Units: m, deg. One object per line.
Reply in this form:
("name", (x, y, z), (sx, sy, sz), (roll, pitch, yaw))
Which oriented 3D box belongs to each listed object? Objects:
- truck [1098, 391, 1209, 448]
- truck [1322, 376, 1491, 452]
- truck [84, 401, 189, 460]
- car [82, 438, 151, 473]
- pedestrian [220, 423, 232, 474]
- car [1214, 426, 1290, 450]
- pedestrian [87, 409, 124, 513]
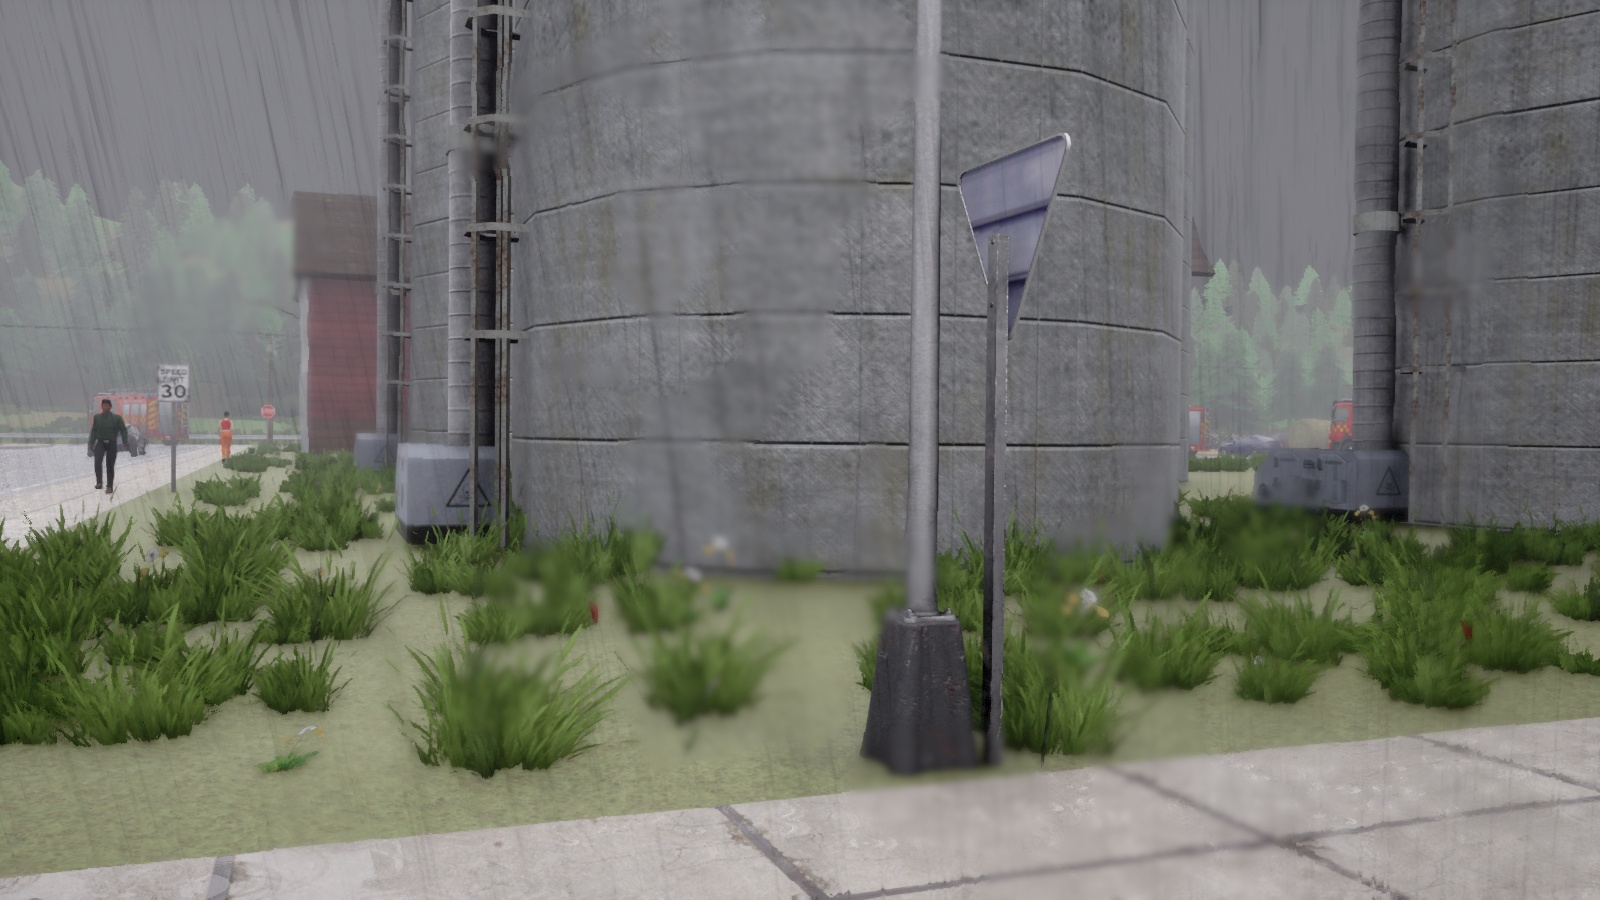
("truck", (24.537, -2.088, 87.621), (2.891, 3.827, 8.468), (-1, 1, -22))
("truck", (32.460, -1.860, 67.723), (2.891, 3.827, 8.468), (0, 1, -22))
("truck", (-45.112, -1.268, 85.279), (8.468, 3.827, 2.891), (0, 1, 37))
("car", (-30.925, 0.206, 56.941), (2.163, 1.488, 4.792), (-1, 1, -22))
("pedestrian", (-20.538, -0.057, 44.934), (0.345, 1.836, 0.594), (-1, 1, -24))
("car", (28.201, -0.784, 78.468), (1.812, 1.442, 4.674), (-1, 1, -21))
("pedestrian", (-13.274, 0.206, 24.006), (0.423, 1.949, 0.788), (-1, 1, -16))
